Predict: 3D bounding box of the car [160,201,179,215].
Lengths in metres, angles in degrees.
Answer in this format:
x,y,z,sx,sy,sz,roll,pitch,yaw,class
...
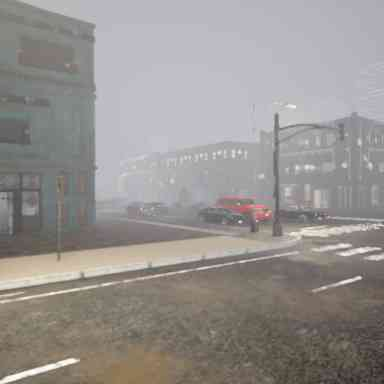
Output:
x,y,z,sx,sy,sz,roll,pitch,yaw,class
-4.011,1.847,39.080,1.882,1.535,5.008,-1,0,-35,car

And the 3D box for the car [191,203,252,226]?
x,y,z,sx,sy,sz,roll,pitch,yaw,class
2.199,1.799,25.641,1.947,1.339,4.313,-2,0,-35,car

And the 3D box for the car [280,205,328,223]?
x,y,z,sx,sy,sz,roll,pitch,yaw,class
8.464,1.742,27.144,1.895,1.301,4.718,-1,0,-36,car

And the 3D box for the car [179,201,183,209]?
x,y,z,sx,sy,sz,roll,pitch,yaw,class
-2.116,1.943,46.391,1.802,1.307,4.206,-2,0,-35,car

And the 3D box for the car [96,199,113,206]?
x,y,z,sx,sy,sz,roll,pitch,yaw,class
-18.149,2.204,68.950,1.887,1.381,4.507,-2,0,-35,car

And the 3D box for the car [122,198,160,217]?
x,y,z,sx,sy,sz,roll,pitch,yaw,class
-5.743,1.831,37.022,1.967,1.590,4.097,-2,0,-35,car

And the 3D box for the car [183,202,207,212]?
x,y,z,sx,sy,sz,roll,pitch,yaw,class
1.090,1.881,41.879,1.802,1.307,4.206,-2,0,-35,car

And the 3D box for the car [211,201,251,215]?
x,y,z,sx,sy,sz,roll,pitch,yaw,class
4.295,1.787,37.367,2.008,1.369,4.403,-2,0,-35,car

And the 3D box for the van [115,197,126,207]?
x,y,z,sx,sy,sz,roll,pitch,yaw,class
-11.741,1.883,59.926,1.690,1.788,3.998,-2,0,-35,van

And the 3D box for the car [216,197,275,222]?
x,y,z,sx,sy,sz,roll,pitch,yaw,class
4.117,1.432,27.630,2.150,2.045,5.566,-1,0,-35,car

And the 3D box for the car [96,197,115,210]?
x,y,z,sx,sy,sz,roll,pitch,yaw,class
-15.140,2.090,54.907,2.128,1.511,4.902,-1,0,-35,car
